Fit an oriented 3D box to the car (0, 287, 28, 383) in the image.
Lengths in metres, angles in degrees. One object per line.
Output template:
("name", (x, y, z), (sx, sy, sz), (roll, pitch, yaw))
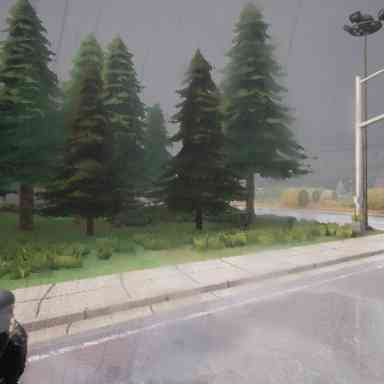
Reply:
("car", (-3.799, 1.573, 2.209), (4.892, 1.490, 1.837), (-2, 1, -44))
